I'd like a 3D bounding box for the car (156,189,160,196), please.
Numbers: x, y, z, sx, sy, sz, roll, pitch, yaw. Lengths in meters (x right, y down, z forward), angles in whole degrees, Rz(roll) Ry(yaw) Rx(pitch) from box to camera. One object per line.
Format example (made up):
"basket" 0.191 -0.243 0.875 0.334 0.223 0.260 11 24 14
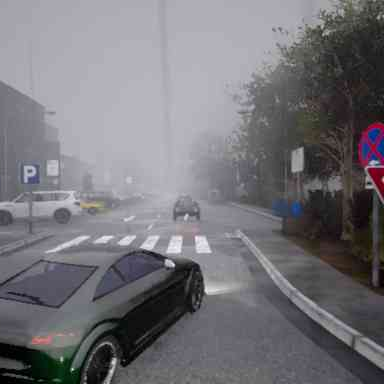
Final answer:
"car" -11.596 0.547 87.069 4.892 1.521 2.231 -1 0 -22

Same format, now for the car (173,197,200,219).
"car" -0.429 1.276 25.407 1.895 1.301 4.718 0 1 -1

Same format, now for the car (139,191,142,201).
"car" -10.615 0.896 51.080 4.792 1.488 2.163 -1 0 -21

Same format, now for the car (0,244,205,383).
"car" -1.293 1.504 5.190 1.994 1.385 4.181 1 1 22

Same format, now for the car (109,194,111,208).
"car" -10.089 1.143 30.050 4.674 1.452 2.002 -1 0 -22

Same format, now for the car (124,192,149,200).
"car" -11.014 0.759 66.068 4.674 1.452 2.002 -1 1 -21

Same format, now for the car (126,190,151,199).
"car" -11.127 0.567 69.061 4.553 1.767 2.185 -1 0 -21

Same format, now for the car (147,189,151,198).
"car" -10.694 0.769 60.139 5.366 1.575 1.946 -1 0 -21

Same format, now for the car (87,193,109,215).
"car" -9.824 1.131 27.114 5.366 1.575 1.946 -1 0 -22

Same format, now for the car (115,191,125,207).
"car" -10.242 1.034 36.049 5.008 1.535 2.097 -1 1 -22

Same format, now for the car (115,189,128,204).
"car" -10.364 0.874 39.049 4.553 1.767 2.185 -1 0 -22

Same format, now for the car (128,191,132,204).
"car" -10.410 1.005 42.059 4.674 1.452 2.002 -1 0 -21

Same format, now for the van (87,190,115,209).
"van" -10.277 0.845 33.000 4.442 1.987 1.878 -1 1 -22

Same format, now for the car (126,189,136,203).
"car" -10.456 0.805 45.065 4.553 1.767 2.185 -1 1 -21

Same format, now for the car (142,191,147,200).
"car" -10.693 0.583 54.075 5.566 2.045 2.435 -1 0 -21

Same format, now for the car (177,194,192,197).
"car" -1.002 0.943 44.899 2.128 1.511 4.902 0 1 -2

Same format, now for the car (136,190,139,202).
"car" -10.532 0.772 48.065 4.553 1.767 2.185 -1 1 -21

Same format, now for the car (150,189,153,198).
"car" -10.932 0.495 63.089 5.566 2.045 2.435 -1 0 -22

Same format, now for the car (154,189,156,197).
"car" -11.225 0.670 75.083 4.792 1.488 2.163 -1 0 -21

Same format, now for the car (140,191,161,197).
"car" -11.596 0.494 93.138 5.366 1.575 1.946 -1 0 -22

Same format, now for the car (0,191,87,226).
"car" -9.842 0.956 21.016 5.566 2.045 2.435 -1 1 -22
